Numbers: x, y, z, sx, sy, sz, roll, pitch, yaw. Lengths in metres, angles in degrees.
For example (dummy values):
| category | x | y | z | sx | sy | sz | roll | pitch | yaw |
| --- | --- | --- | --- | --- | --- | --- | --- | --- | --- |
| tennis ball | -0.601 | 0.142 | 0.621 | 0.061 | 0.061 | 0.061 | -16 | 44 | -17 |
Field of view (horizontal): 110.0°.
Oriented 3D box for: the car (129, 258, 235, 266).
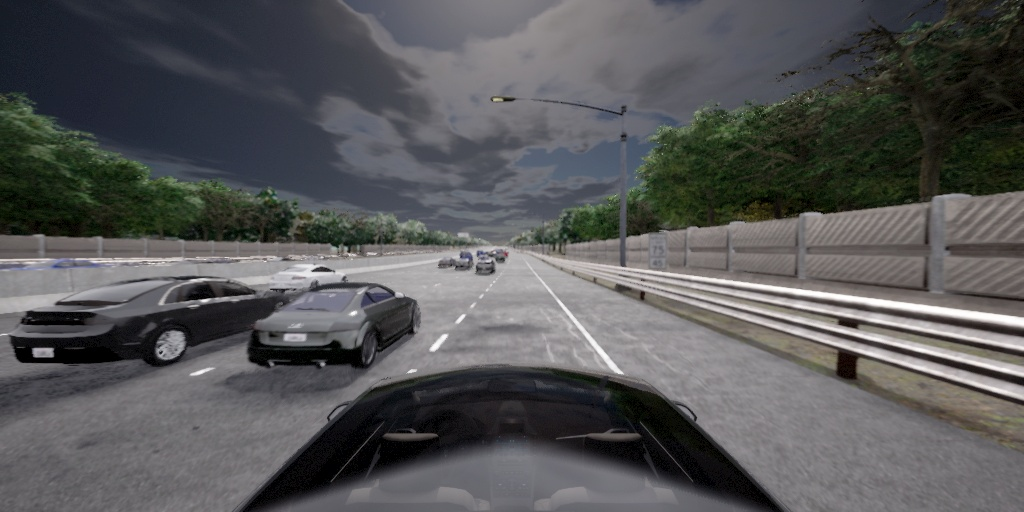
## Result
| category | x | y | z | sx | sy | sz | roll | pitch | yaw |
| --- | --- | --- | --- | --- | --- | --- | --- | --- | --- |
| car | -20.681 | 1.014 | 22.846 | 1.837 | 1.490 | 4.892 | 0 | 0 | 1 |

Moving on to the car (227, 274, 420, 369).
| category | x | y | z | sx | sy | sz | roll | pitch | yaw |
| --- | --- | --- | --- | --- | --- | --- | --- | --- | --- |
| car | -3.406 | 1.263 | 7.709 | 1.994 | 1.385 | 4.181 | 0 | 0 | 1 |

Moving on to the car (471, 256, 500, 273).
| category | x | y | z | sx | sy | sz | roll | pitch | yaw |
| --- | --- | --- | --- | --- | --- | --- | --- | --- | --- |
| car | -2.803 | 1.037 | 38.902 | 2.128 | 1.511 | 4.902 | 0 | 1 | 1 |

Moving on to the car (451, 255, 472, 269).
| category | x | y | z | sx | sy | sz | roll | pitch | yaw |
| --- | --- | --- | --- | --- | --- | --- | --- | --- | --- |
| car | -6.181 | 0.976 | 46.919 | 2.033 | 1.411 | 5.357 | 0 | 1 | 1 |

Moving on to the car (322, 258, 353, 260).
| category | x | y | z | sx | sy | sz | roll | pitch | yaw |
| --- | --- | --- | --- | --- | --- | --- | --- | --- | --- |
| car | -20.274 | 0.980 | 43.067 | 1.895 | 1.301 | 4.718 | 0 | 1 | 1 |

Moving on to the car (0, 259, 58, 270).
| category | x | y | z | sx | sy | sz | roll | pitch | yaw |
| --- | --- | --- | --- | --- | --- | --- | --- | --- | --- |
| car | -27.701 | 0.940 | 21.854 | 1.882 | 1.535 | 5.008 | 0 | 0 | 1 |

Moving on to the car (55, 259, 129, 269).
| category | x | y | z | sx | sy | sz | roll | pitch | yaw |
| --- | --- | --- | --- | --- | --- | --- | --- | --- | --- |
| car | -24.200 | 1.050 | 21.981 | 1.994 | 1.385 | 4.181 | 0 | 0 | 1 |

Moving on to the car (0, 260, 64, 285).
| category | x | y | z | sx | sy | sz | roll | pitch | yaw |
| --- | --- | --- | --- | --- | --- | --- | --- | --- | --- |
| car | -31.213 | 0.987 | 21.478 | 2.033 | 1.411 | 5.357 | 0 | 0 | 1 |

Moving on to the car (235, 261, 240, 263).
| category | x | y | z | sx | sy | sz | roll | pitch | yaw |
| --- | --- | --- | --- | --- | --- | --- | --- | --- | --- |
| car | -30.908 | 0.909 | 37.246 | 2.033 | 1.411 | 5.357 | 0 | 0 | 1 |

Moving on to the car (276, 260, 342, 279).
| category | x | y | z | sx | sy | sz | roll | pitch | yaw |
| --- | --- | --- | --- | --- | --- | --- | --- | --- | --- |
| car | -10.183 | 1.129 | 18.202 | 1.812 | 1.442 | 4.674 | 0 | 0 | 1 |

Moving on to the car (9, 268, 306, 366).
| category | x | y | z | sx | sy | sz | roll | pitch | yaw |
| --- | --- | --- | --- | --- | --- | --- | --- | --- | --- |
| car | -6.905 | 1.178 | 7.751 | 1.837 | 1.490 | 4.892 | 0 | 0 | 1 |

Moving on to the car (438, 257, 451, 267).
| category | x | y | z | sx | sy | sz | roll | pitch | yaw |
| --- | --- | --- | --- | --- | --- | --- | --- | --- | --- |
| car | -9.590 | 0.846 | 53.358 | 2.033 | 1.411 | 5.357 | 0 | 1 | 1 |

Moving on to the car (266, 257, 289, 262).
| category | x | y | z | sx | sy | sz | roll | pitch | yaw |
| --- | --- | --- | --- | --- | --- | --- | --- | --- | --- |
| car | -27.301 | 0.868 | 42.068 | 1.812 | 1.442 | 4.674 | 0 | 1 | 1 |

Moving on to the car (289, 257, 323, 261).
| category | x | y | z | sx | sy | sz | roll | pitch | yaw |
| --- | --- | --- | --- | --- | --- | --- | --- | --- | --- |
| car | -23.781 | 0.849 | 42.960 | 2.128 | 1.511 | 4.902 | 0 | 1 | 1 |
